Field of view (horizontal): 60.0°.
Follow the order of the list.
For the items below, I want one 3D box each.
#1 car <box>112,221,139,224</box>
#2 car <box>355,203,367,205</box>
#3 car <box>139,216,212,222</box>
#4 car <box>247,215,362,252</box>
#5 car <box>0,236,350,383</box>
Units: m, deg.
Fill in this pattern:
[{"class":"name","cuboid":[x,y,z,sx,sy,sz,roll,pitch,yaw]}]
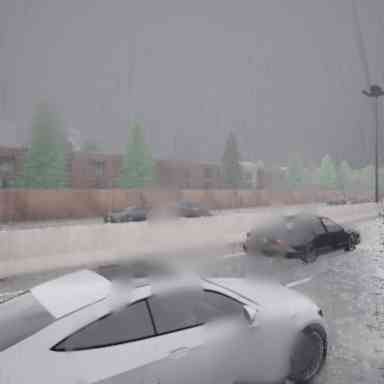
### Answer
[{"class":"car","cuboid":[-4.068,1.596,23.611,4.181,1.385,1.994,0,0,-43]},{"class":"car","cuboid":[20.848,1.457,39.875,2.033,1.411,5.357,0,0,43]},{"class":"car","cuboid":[-0.829,1.367,21.857,4.553,1.767,2.097,0,0,-44]},{"class":"car","cuboid":[4.060,1.533,11.770,5.357,1.411,2.033,0,0,-42]},{"class":"car","cuboid":[-0.405,1.531,3.663,4.674,1.442,1.812,0,0,-36]}]
